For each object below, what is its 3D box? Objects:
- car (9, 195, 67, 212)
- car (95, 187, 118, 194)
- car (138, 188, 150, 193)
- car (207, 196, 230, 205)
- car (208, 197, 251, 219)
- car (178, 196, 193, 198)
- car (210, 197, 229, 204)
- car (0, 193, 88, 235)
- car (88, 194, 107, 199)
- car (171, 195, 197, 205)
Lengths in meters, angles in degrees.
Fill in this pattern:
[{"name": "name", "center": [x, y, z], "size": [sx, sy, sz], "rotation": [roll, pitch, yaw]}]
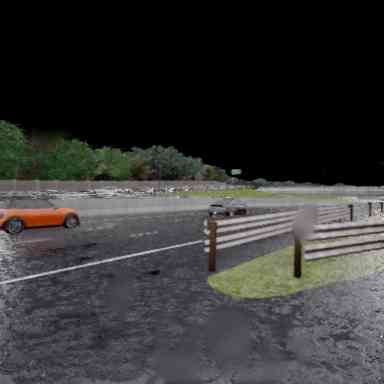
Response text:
[{"name": "car", "center": [-14.878, 1.108, 32.409], "size": [1.837, 1.490, 4.892], "rotation": [1, 0, 35]}, {"name": "car", "center": [-17.059, -0.038, 66.362], "size": [2.150, 2.045, 5.566], "rotation": [1, 2, 21]}, {"name": "car", "center": [-11.268, -0.173, 80.503], "size": [1.994, 1.385, 4.181], "rotation": [1, 2, 23]}, {"name": "car", "center": [4.916, 1.562, 60.188], "size": [1.837, 1.490, 4.892], "rotation": [1, 1, 36]}, {"name": "car", "center": [3.178, 1.407, 27.276], "size": [2.128, 1.511, 4.902], "rotation": [1, 0, 35]}, {"name": "car", "center": [-1.252, 1.420, 51.517], "size": [2.033, 1.411, 5.357], "rotation": [1, 0, 36]}, {"name": "car", "center": [5.665, 1.706, 67.225], "size": [1.994, 1.385, 4.181], "rotation": [1, -1, 35]}, {"name": "car", "center": [-8.135, 1.111, 17.385], "size": [2.097, 1.767, 4.553], "rotation": [1, 0, 36]}, {"name": "car", "center": [-12.713, 1.136, 41.486], "size": [1.837, 1.490, 4.892], "rotation": [1, 0, 36]}, {"name": "car", "center": [-1.369, 1.406, 57.363], "size": [1.837, 1.490, 4.892], "rotation": [1, -1, 36]}]
